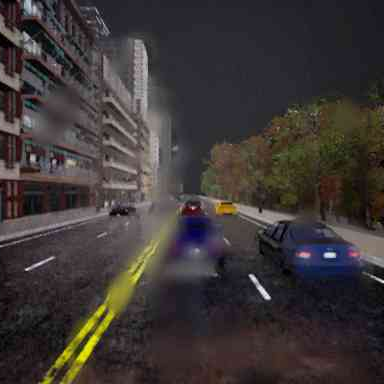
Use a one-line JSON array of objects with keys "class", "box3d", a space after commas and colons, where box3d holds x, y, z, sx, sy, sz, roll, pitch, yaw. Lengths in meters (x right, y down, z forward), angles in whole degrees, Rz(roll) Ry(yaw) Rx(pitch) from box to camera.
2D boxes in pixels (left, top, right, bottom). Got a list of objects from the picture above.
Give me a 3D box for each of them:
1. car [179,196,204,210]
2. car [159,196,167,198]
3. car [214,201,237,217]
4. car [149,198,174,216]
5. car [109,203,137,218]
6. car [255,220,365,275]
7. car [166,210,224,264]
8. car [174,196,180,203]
[{"class": "car", "box3d": [0.096, 1.506, 31.773, 2.097, 1.767, 4.553, 0, 0, 0]}, {"class": "car", "box3d": [-6.509, 1.668, 73.954, 2.097, 1.767, 4.553, 0, 0, 0]}, {"class": "car", "box3d": [3.346, 1.640, 33.578, 1.882, 1.535, 5.008, 0, 0, 0]}, {"class": "car", "box3d": [-3.348, 1.662, 35.150, 2.128, 1.511, 4.902, 0, 0, 0]}, {"class": "car", "box3d": [-6.602, 1.756, 32.040, 1.895, 1.301, 4.718, 0, 0, 0]}, {"class": "car", "box3d": [3.349, 1.598, 10.585, 2.033, 1.411, 5.357, 0, 0, 0]}, {"class": "car", "box3d": [0.103, 1.580, 11.873, 1.812, 1.442, 4.674, 0, 0, 0]}, {"class": "car", "box3d": [-3.259, 1.738, 76.549, 1.837, 1.490, 4.892, 0, 0, 0]}]
